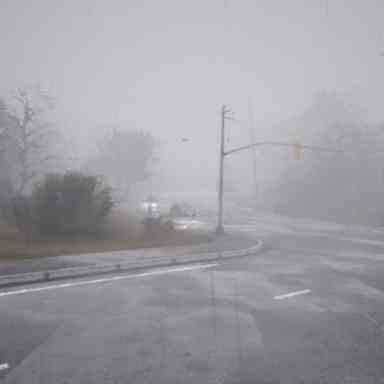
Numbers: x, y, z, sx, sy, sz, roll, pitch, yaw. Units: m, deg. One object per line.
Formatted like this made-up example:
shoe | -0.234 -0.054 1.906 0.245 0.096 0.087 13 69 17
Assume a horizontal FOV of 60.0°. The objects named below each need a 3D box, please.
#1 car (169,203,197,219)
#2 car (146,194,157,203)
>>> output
car | -0.975 1.876 34.176 2.128 1.511 4.902 2 0 -20
car | -7.190 1.104 58.937 1.895 1.301 4.718 2 2 -8
